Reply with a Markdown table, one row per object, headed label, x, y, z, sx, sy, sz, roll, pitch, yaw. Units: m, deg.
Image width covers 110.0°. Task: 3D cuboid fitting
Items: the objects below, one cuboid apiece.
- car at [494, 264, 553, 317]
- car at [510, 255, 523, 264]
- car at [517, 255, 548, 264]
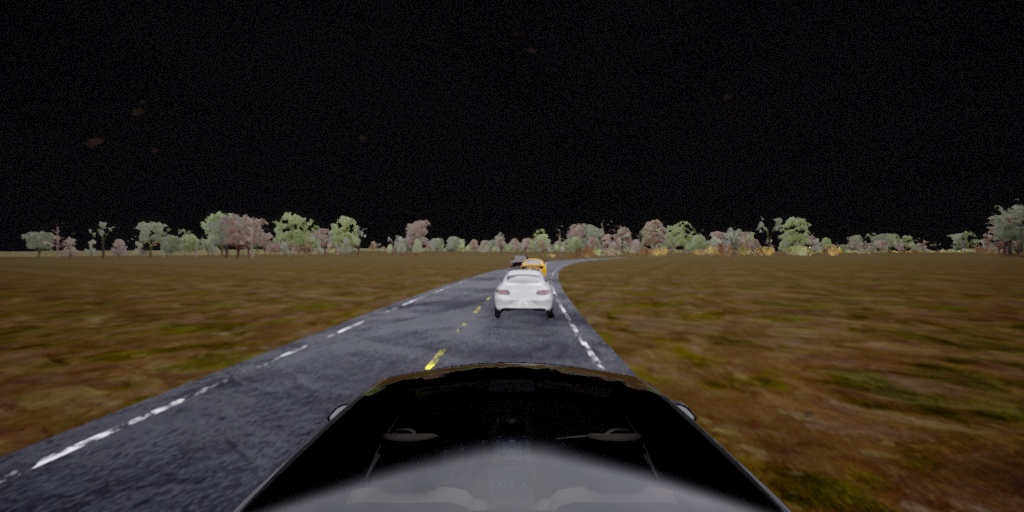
| label | x | y | z | sx | sy | sz | roll | pitch | yaw |
| --- | --- | --- | --- | --- | --- | --- | --- | --- | --- |
| car | 0.438 | 1.167 | 12.527 | 1.812 | 1.442 | 4.674 | 0 | 1 | 3 |
| car | 1.053 | 0.655 | 44.648 | 2.097 | 1.767 | 4.553 | 0 | 1 | 11 |
| car | 1.766 | 0.958 | 28.249 | 1.882 | 1.535 | 5.008 | 0 | 1 | 7 |
